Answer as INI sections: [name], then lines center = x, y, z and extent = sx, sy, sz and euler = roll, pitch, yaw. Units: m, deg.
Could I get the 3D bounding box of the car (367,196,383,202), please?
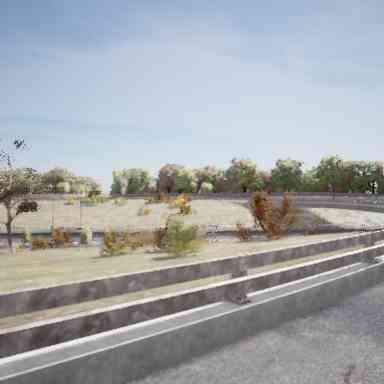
[car]
center = 44.577, 1.959, 79.479
extent = 1.837, 1.490, 4.892
euler = 0, -1, 1
